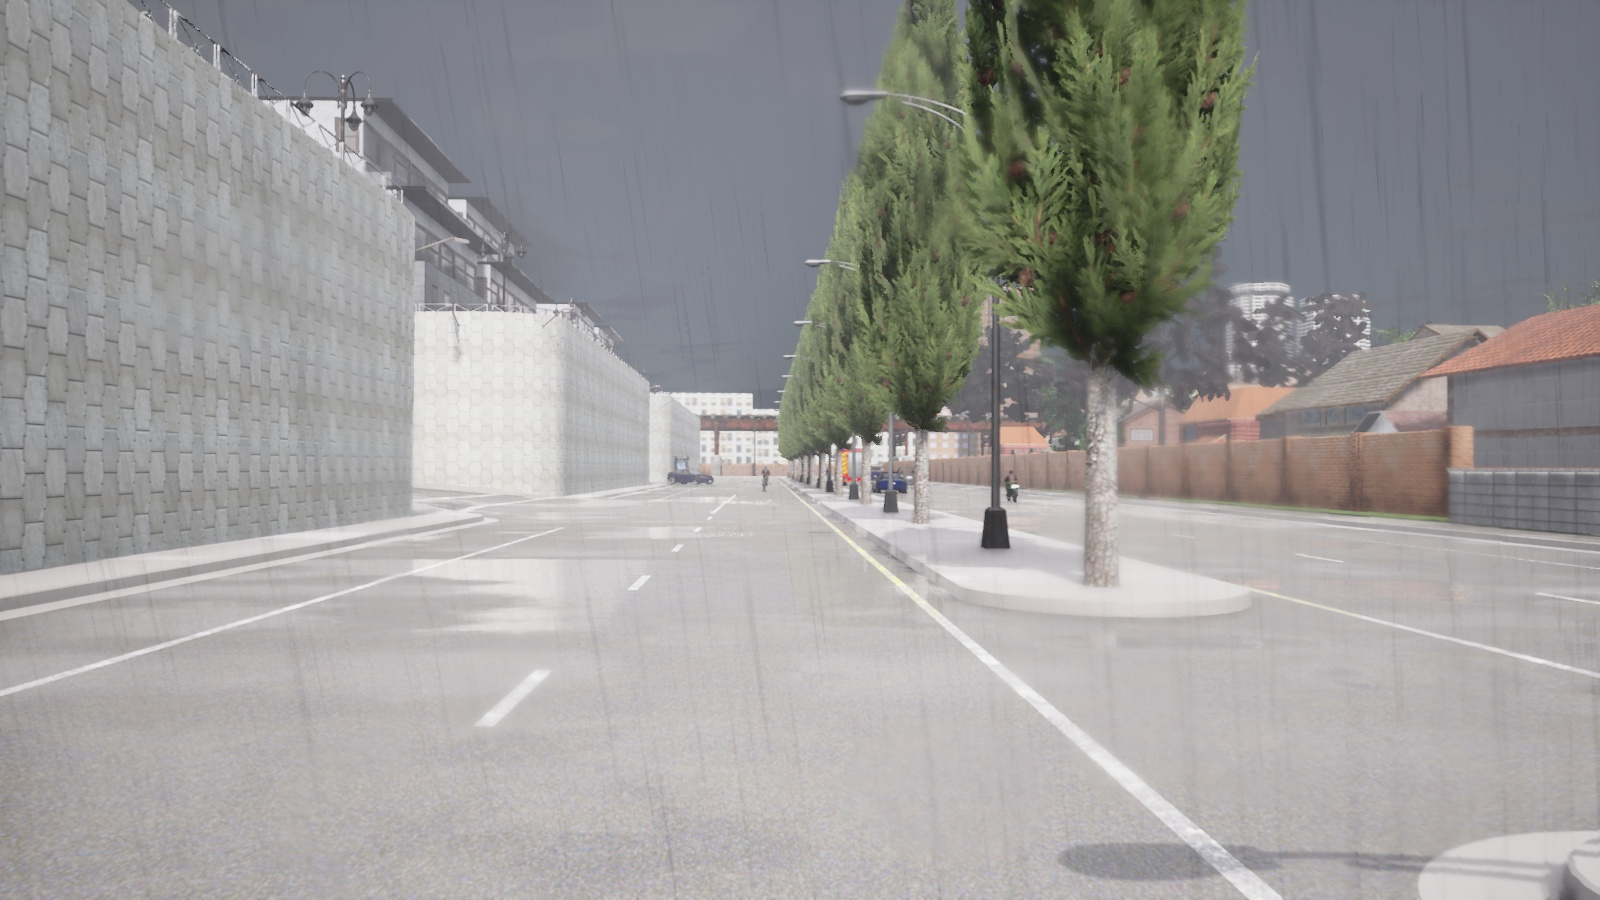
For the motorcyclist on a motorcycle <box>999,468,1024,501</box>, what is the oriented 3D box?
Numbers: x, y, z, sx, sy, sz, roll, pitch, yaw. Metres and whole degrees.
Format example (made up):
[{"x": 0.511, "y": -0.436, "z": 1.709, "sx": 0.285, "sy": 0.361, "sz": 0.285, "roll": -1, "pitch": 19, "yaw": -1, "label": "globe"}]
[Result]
[{"x": 9.909, "y": 1.622, "z": 58.904, "sx": 0.797, "sy": 1.523, "sz": 2.044, "roll": 0, "pitch": -1, "yaw": -2, "label": "motorcyclist on a motorcycle"}]

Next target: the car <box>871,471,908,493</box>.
[{"x": 5.771, "y": 2.050, "z": 81.251, "sx": 1.994, "sy": 1.385, "sz": 4.181, "roll": 0, "pitch": -1, "yaw": -2, "label": "car"}]
